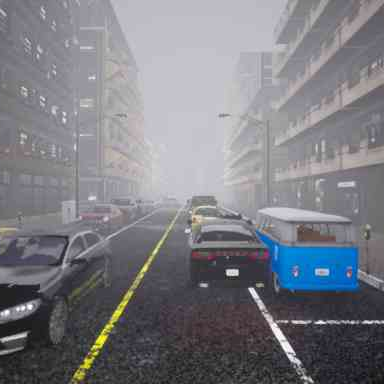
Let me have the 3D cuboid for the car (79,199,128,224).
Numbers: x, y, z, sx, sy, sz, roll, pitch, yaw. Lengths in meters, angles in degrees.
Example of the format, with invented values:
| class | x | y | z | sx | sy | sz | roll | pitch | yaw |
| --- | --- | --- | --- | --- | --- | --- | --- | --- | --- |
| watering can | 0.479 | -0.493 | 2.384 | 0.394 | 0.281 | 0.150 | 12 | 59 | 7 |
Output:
| class | x | y | z | sx | sy | sz | roll | pitch | yaw |
| --- | --- | --- | --- | --- | --- | --- | --- | --- | --- |
| car | -5.319 | 1.443 | 19.486 | 1.967 | 1.590 | 4.097 | 1 | 0 | 0 |

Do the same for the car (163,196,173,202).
| class | x | y | z | sx | sy | sz | roll | pitch | yaw |
| --- | --- | --- | --- | --- | --- | --- | --- | --- | --- |
| car | -5.364 | 1.554 | 74.976 | 2.008 | 1.369 | 4.403 | 1 | 0 | 0 |

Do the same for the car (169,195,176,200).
| class | x | y | z | sx | sy | sz | roll | pitch | yaw |
| --- | --- | --- | --- | --- | --- | --- | --- | --- | --- |
| car | -5.377 | 1.583 | 91.623 | 1.802 | 1.307 | 4.206 | 1 | 0 | 0 |

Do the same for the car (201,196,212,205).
| class | x | y | z | sx | sy | sz | roll | pitch | yaw |
| --- | --- | --- | --- | --- | --- | --- | --- | --- | --- |
| car | 2.530 | 1.530 | 58.526 | 1.752 | 1.417 | 4.829 | 1 | 0 | 0 |

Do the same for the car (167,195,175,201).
| class | x | y | z | sx | sy | sz | roll | pitch | yaw |
| --- | --- | --- | --- | --- | --- | --- | --- | --- | --- |
| car | -5.373 | 1.584 | 86.074 | 1.802 | 1.307 | 4.206 | 1 | 0 | 0 |

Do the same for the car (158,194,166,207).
| class | x | y | z | sx | sy | sz | roll | pitch | yaw |
| --- | --- | --- | --- | --- | --- | --- | --- | --- | --- |
| car | -5.346 | 1.530 | 52.610 | 1.752 | 1.417 | 4.829 | 1 | 0 | 0 |

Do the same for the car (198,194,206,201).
| class | x | y | z | sx | sy | sz | roll | pitch | yaw |
| --- | --- | --- | --- | --- | --- | --- | --- | --- | --- |
| car | 2.509 | 1.442 | 86.101 | 1.967 | 1.590 | 4.097 | 1 | 0 | 0 |

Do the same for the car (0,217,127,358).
| class | x | y | z | sx | sy | sz | roll | pitch | yaw |
| --- | --- | --- | --- | --- | --- | --- | --- | --- | --- |
| car | -2.854 | 1.492 | 6.367 | 2.128 | 1.511 | 4.902 | 0 | 0 | 0 |

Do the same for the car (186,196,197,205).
| class | x | y | z | sx | sy | sz | roll | pitch | yaw |
| --- | --- | --- | --- | --- | --- | --- | --- | --- | --- |
| car | -0.046 | 1.482 | 59.319 | 1.882 | 1.535 | 5.008 | 0 | 0 | 0 |

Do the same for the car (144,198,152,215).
| class | x | y | z | sx | sy | sz | roll | pitch | yaw |
| --- | --- | --- | --- | --- | --- | --- | --- | --- | --- |
| car | -5.326 | 1.319 | 30.584 | 2.192 | 1.841 | 5.009 | 1 | 0 | 0 |

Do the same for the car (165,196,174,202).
| class | x | y | z | sx | sy | sz | roll | pitch | yaw |
| --- | --- | --- | --- | --- | --- | --- | --- | --- | --- |
| car | -5.368 | 1.568 | 80.525 | 1.947 | 1.339 | 4.313 | 1 | 0 | 0 |

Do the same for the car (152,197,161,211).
| class | x | y | z | sx | sy | sz | roll | pitch | yaw |
| --- | --- | --- | --- | --- | --- | --- | --- | --- | --- |
| car | -5.338 | 1.586 | 41.682 | 1.802 | 1.307 | 4.206 | 1 | 0 | 0 |

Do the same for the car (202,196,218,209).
| class | x | y | z | sx | sy | sz | roll | pitch | yaw |
| --- | --- | --- | --- | --- | --- | --- | --- | --- | --- |
| car | 2.539 | 1.445 | 47.258 | 1.967 | 1.590 | 4.097 | 1 | 0 | 0 |

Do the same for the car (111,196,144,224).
| class | x | y | z | sx | sy | sz | roll | pitch | yaw |
| --- | --- | --- | --- | --- | --- | --- | --- | --- | --- |
| car | -5.322 | 1.318 | 25.035 | 2.192 | 1.841 | 5.009 | 1 | 0 | 0 |

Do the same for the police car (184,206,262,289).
| class | x | y | z | sx | sy | sz | roll | pitch | yaw |
| --- | --- | --- | --- | --- | --- | --- | --- | --- | --- |
| police car | 0.819 | 1.427 | 9.323 | 1.930 | 1.638 | 5.238 | 0 | 0 | 0 |

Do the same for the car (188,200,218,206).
| class | x | y | z | sx | sy | sz | roll | pitch | yaw |
| --- | --- | --- | --- | --- | --- | --- | --- | --- | --- |
| car | 0.811 | 1.458 | 19.404 | 1.801 | 1.575 | 5.366 | 0 | 0 | 0 |

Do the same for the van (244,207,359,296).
| class | x | y | z | sx | sy | sz | roll | pitch | yaw |
| --- | --- | --- | --- | --- | --- | --- | --- | --- | --- |
| van | 2.571 | 1.342 | 8.414 | 1.690 | 1.788 | 3.998 | 1 | 0 | 0 |

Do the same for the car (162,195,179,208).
| class | x | y | z | sx | sy | sz | roll | pitch | yaw |
| --- | --- | --- | --- | --- | --- | --- | --- | --- | --- |
| car | -2.786 | 1.530 | 47.444 | 1.812 | 1.442 | 4.674 | 0 | 0 | 0 |

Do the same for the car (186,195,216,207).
| class | x | y | z | sx | sy | sz | roll | pitch | yaw |
| --- | --- | --- | --- | --- | --- | --- | --- | --- | --- |
| car | 0.806 | 1.228 | 25.245 | 2.150 | 2.045 | 5.566 | 0 | 0 | 0 |
